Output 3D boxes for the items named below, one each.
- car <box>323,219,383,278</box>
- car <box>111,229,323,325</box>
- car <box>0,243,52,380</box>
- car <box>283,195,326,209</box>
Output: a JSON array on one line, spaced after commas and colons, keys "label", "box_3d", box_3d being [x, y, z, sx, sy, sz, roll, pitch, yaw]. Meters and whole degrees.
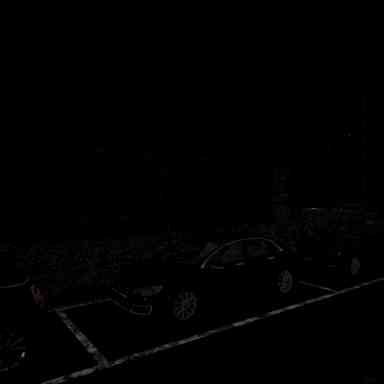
[{"label": "car", "box_3d": [4.946, 1.545, 10.169, 4.507, 1.381, 1.887, 0, 0, -35]}, {"label": "car", "box_3d": [0.501, 1.551, 7.003, 4.403, 1.369, 2.008, 0, 0, -35]}, {"label": "car", "box_3d": [-3.944, 1.440, 3.838, 4.097, 1.590, 1.967, 0, 0, -35]}, {"label": "car", "box_3d": [12.732, 1.043, 37.786, 1.882, 1.535, 5.008, 0, 1, -36]}]
